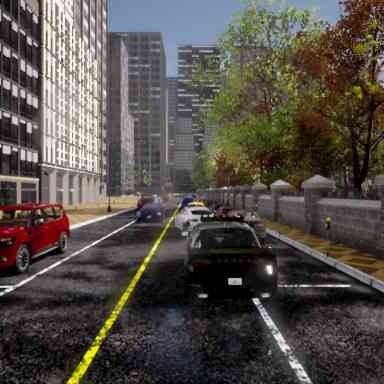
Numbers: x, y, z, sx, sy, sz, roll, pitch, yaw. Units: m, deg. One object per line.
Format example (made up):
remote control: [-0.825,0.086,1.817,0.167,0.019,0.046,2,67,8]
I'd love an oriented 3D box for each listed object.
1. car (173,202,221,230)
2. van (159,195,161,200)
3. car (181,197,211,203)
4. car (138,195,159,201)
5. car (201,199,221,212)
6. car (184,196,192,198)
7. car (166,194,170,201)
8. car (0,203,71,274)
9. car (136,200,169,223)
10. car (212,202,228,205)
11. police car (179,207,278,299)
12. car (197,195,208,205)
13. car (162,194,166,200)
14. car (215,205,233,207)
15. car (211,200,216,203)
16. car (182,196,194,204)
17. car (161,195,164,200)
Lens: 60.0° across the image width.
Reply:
car: [0.169,1.520,18.317,1.812,1.442,4.674,0,0,-13]
van: [-6.027,1.320,49.464,1.690,1.788,3.998,0,0,-1]
car: [0.310,1.448,24.749,1.801,1.575,5.366,0,0,4]
car: [-5.960,1.298,43.923,2.192,1.841,5.009,0,0,-1]
car: [2.134,1.552,38.373,1.947,1.339,4.313,0,0,-1]
car: [-0.488,1.459,45.846,1.882,1.535,5.008,0,0,0]
car: [-6.222,1.272,77.168,2.192,1.841,5.009,0,0,-1]
car: [-5.553,1.313,10.677,2.192,1.841,5.009,0,0,-1]
car: [-3.019,1.556,25.175,1.994,1.385,4.181,0,0,-1]
car: [2.339,1.575,21.724,1.802,1.307,4.206,0,0,-1]
police car: [0.756,1.423,8.636,1.930,1.638,5.238,0,0,-1]
car: [1.862,1.410,60.570,1.967,1.590,4.097,0,0,-1]
car: [-6.161,1.496,60.375,1.752,1.417,4.829,0,0,-1]
car: [2.407,1.546,16.175,2.008,1.369,4.403,0,0,-1]
car: [2.270,1.557,27.274,1.947,1.339,4.313,0,0,-1]
car: [-0.742,1.459,63.919,2.128,1.511,4.902,0,0,-1]
car: [-6.095,1.557,55.005,1.802,1.307,4.206,0,0,-1]
